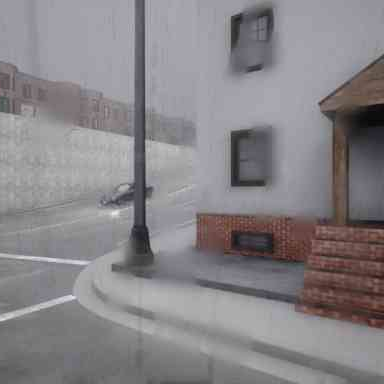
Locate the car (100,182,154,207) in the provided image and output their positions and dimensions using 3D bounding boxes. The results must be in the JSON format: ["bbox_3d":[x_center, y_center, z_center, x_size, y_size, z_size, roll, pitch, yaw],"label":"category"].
[{"bbox_3d":[-4.824,0.048,25.182,1.812,1.442,4.674,0,11,36],"label":"car"}]
